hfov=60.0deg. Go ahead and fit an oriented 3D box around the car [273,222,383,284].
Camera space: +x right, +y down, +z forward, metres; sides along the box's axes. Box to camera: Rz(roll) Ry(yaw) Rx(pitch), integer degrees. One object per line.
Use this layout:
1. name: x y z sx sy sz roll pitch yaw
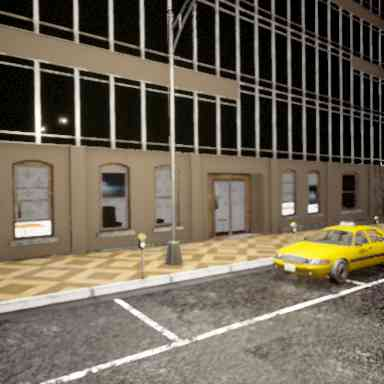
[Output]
1. car: 4.392 1.571 9.658 4.829 1.417 1.752 0 -1 -35
